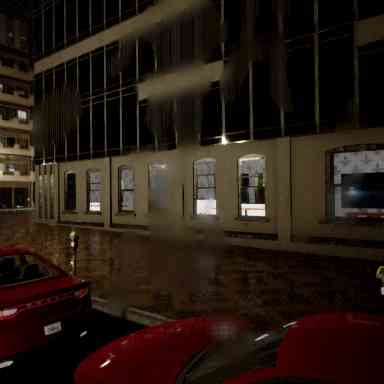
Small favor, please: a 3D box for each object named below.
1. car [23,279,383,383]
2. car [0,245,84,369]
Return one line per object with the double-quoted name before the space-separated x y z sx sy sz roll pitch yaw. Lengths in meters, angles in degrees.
"car" 1.047 1.545 2.137 4.507 1.381 1.887 0 -1 35
"car" -3.528 1.546 5.396 4.507 1.381 1.887 0 -1 35
